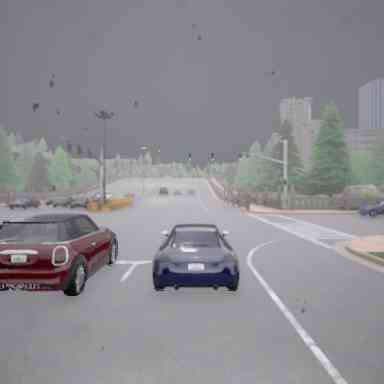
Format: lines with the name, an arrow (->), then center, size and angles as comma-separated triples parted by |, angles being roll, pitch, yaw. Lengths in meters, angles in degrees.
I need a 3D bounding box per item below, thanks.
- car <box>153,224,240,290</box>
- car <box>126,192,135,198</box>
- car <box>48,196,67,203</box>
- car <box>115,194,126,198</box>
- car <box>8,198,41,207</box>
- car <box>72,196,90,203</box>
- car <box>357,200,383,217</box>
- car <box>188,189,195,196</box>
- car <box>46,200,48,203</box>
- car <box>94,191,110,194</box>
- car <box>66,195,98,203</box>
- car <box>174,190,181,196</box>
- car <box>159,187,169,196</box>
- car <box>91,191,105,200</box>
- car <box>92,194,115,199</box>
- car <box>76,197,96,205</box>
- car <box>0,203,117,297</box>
car -> 0.093, 1.541, 9.025 | 1.994, 1.385, 4.181 | 0, 0, 0
car -> -14.096, 0.810, 74.509 | 2.033, 1.411, 5.357 | 0, 3, 0
car -> -17.587, 1.386, 46.047 | 1.837, 1.490, 4.892 | 0, 0, 0
car -> -14.053, 1.424, 61.026 | 1.895, 1.301, 4.718 | 0, 1, 0
car -> -21.091, 1.438, 42.197 | 2.033, 1.411, 5.357 | 0, 0, 0
car -> -21.035, 1.389, 63.093 | 1.895, 1.301, 4.718 | 0, 1, 0
car -> 17.095, 1.449, 29.343 | 4.674, 1.442, 1.812 | 0, 0, 0
car -> -0.147, 0.025, 84.228 | 2.033, 1.411, 5.357 | 0, 7, 0
car -> -21.077, 1.412, 52.266 | 2.033, 1.411, 5.357 | 0, 0, 0
car -> -17.550, 0.933, 65.963 | 2.150, 2.045, 5.566 | 0, 2, 0
car -> -14.091, 1.453, 42.846 | 1.994, 1.385, 4.181 | 0, 0, 0
car -> -3.647, 0.093, 84.140 | 1.895, 1.301, 4.718 | 0, 7, 0
car -> -7.148, -0.311, 84.394 | 2.150, 2.045, 5.566 | 0, 7, 0
car -> -21.096, 0.761, 74.578 | 1.837, 1.490, 4.892 | 0, 3, 0
car -> -14.083, 1.413, 52.089 | 2.033, 1.411, 5.357 | 0, 0, 0
car -> -17.570, 1.458, 55.301 | 1.895, 1.301, 4.718 | 0, 0, 0
car -> -3.410, 1.329, 8.703 | 2.097, 1.767, 4.553 | 0, 0, 0
